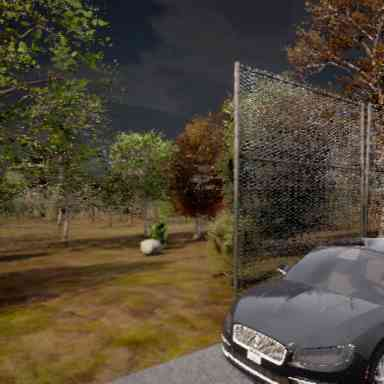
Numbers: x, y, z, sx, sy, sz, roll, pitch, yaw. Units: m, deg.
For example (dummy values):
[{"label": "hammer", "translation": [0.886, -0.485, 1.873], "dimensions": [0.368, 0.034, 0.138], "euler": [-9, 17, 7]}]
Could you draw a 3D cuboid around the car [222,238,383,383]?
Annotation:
[{"label": "car", "translation": [2.636, 1.515, 4.957], "dimensions": [4.892, 1.490, 1.837], "euler": [0, 0, -36]}]
